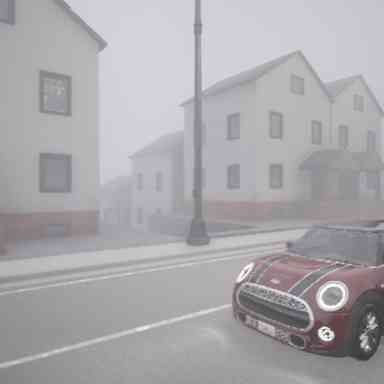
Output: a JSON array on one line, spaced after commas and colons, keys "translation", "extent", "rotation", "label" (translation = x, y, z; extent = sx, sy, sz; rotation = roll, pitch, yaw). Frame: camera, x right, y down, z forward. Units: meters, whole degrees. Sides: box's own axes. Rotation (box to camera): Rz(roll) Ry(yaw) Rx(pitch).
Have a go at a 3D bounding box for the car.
[{"translation": [2.889, 1.342, 6.048], "extent": [4.553, 1.767, 2.097], "rotation": [0, 0, -35], "label": "car"}]
